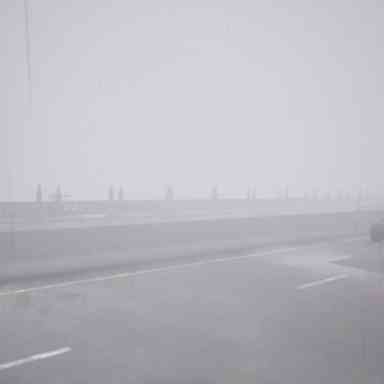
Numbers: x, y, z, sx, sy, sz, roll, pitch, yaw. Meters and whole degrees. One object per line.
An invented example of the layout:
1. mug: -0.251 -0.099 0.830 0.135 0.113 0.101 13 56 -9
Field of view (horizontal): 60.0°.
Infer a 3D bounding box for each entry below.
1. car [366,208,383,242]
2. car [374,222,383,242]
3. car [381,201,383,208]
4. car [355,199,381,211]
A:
1. car: 9.938 1.576 15.123 4.181 1.385 1.994 0 0 -35
2. car: 6.949 1.533 8.731 4.674 1.442 1.812 0 0 -35
3. car: 23.838 1.535 37.528 4.892 1.490 1.837 0 0 -34
4. car: 21.659 1.556 40.280 4.674 1.442 1.812 0 0 -34
